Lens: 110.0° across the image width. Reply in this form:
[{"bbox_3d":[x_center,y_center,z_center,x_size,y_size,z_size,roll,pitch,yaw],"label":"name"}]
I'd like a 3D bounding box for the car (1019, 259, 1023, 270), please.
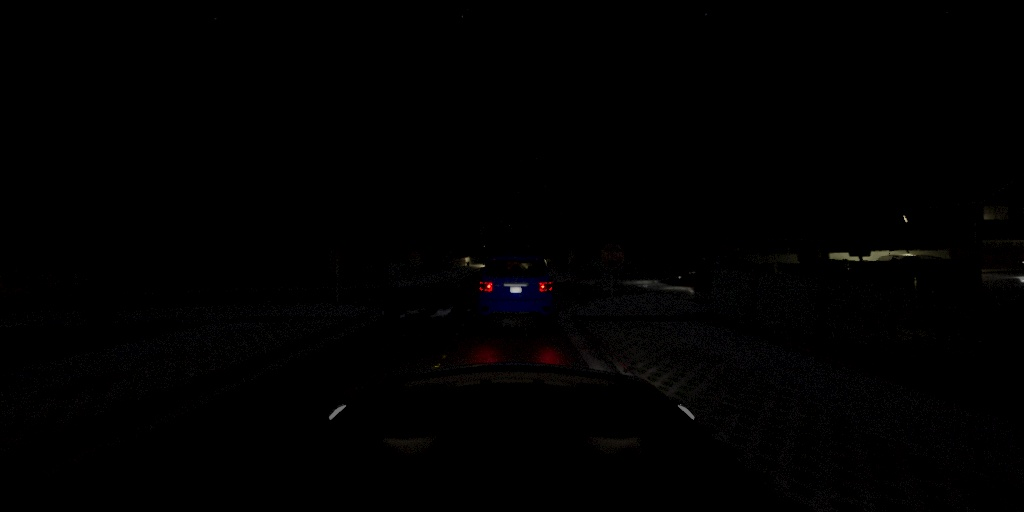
[{"bbox_3d":[32.127,0.375,20.295,4.718,1.301,1.895,-2,0,0],"label":"car"}]

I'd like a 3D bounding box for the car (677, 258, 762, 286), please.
[{"bbox_3d":[11.757,0.859,20.164,4.674,1.442,1.812,-2,0,0],"label":"car"}]

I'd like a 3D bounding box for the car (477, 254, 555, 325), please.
[{"bbox_3d":[0.101,0.952,11.836,2.150,2.045,5.566,0,0,0],"label":"car"}]

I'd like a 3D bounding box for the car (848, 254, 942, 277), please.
[{"bbox_3d":[22.074,0.596,20.238,5.357,1.411,2.033,-2,0,0],"label":"car"}]

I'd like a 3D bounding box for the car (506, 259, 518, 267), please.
[{"bbox_3d":[0.019,1.200,62.059,1.895,1.301,4.718,0,0,0],"label":"car"}]
